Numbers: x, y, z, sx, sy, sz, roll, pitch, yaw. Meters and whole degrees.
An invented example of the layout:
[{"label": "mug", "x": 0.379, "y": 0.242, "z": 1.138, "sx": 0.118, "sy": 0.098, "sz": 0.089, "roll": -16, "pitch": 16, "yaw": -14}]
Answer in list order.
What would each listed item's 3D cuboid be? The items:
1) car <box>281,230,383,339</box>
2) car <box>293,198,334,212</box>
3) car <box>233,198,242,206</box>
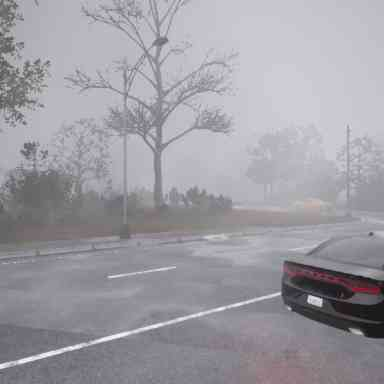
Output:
[{"label": "car", "x": 3.873, "y": 1.478, "z": 6.391, "sx": 5.008, "sy": 1.535, "sz": 1.882, "roll": 0, "pitch": 0, "yaw": -35}, {"label": "car", "x": 14.068, "y": 1.484, "z": 38.794, "sx": 1.882, "sy": 1.535, "sz": 5.008, "roll": 0, "pitch": 0, "yaw": -29}, {"label": "car", "x": 6.313, "y": 1.652, "z": 53.872, "sx": 1.994, "sy": 1.385, "sz": 4.181, "roll": 0, "pitch": -1, "yaw": -25}]
